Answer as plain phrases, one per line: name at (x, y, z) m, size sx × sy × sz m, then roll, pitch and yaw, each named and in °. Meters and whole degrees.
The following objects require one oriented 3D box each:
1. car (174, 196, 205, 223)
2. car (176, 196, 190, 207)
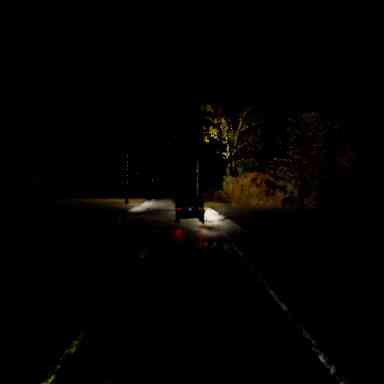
car at (-0.192, 1.294, 25.830) m, size 2.150 × 2.045 × 5.566 m, roll 0°, pitch 0°, yaw -1°
car at (-1.458, 1.425, 52.041) m, size 1.882 × 1.535 × 5.008 m, roll 0°, pitch -1°, yaw -4°
